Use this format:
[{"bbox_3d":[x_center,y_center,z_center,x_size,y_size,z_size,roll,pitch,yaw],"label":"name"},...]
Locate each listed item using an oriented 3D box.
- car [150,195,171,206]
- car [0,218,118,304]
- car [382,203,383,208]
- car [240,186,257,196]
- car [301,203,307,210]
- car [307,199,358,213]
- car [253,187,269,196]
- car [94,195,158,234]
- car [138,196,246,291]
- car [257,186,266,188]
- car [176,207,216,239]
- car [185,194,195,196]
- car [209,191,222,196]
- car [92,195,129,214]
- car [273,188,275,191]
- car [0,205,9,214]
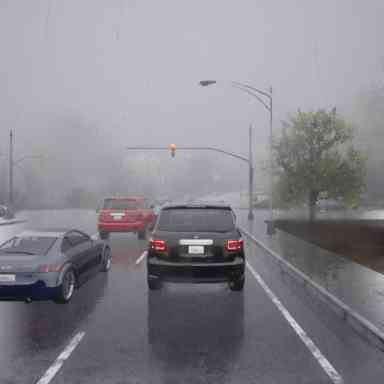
[{"bbox_3d":[-5.330,1.465,57.134,2.097,1.767,4.553,0,1,16],"label":"car"},{"bbox_3d":[-3.408,1.574,8.211,1.994,1.385,4.181,0,0,2],"label":"car"},{"bbox_3d":[25.866,1.350,40.497,4.892,1.490,1.837,-2,0,3],"label":"car"},{"bbox_3d":[13.942,0.093,84.488,2.097,1.767,4.553,0,3,33],"label":"car"},{"bbox_3d":[16.072,1.549,41.056,4.902,1.511,2.128,-1,0,3],"label":"car"},{"bbox_3d":[15.967,1.646,37.556,4.718,1.301,1.895,-1,0,3],"label":"car"},{"bbox_3d":[17.511,0.264,83.616,1.895,1.301,4.718,0,3,33],"label":"car"},{"bbox_3d":[-3.287,1.260,17.613,2.150,2.045,5.566,0,0,1],"label":"car"},{"bbox_3d":[0.100,1.234,9.215,2.150,2.045,5.566,0,0,0],"label":"car"},{"bbox_3d":[19.620,-0.763,93.023,2.150,2.045,5.566,0,3,37],"label":"car"},{"bbox_3d":[0.244,1.605,18.443,1.994,1.385,4.181,0,0,2],"label":"car"},{"bbox_3d":[-0.638,1.272,71.027,2.128,1.511,4.902,0,2,21],"label":"car"},{"bbox_3d":[5.939,0.506,84.629,2.128,1.511,4.902,0,3,28],"label":"car"},{"bbox_3d":[-9.153,1.325,37.871,2.150,2.045,5.566,0,0,8],"label":"car"},{"bbox_3d":[23.217,-0.477,92.003,2.033,1.411,5.357,0,3,37],"label":"car"},{"bbox_3d":[-22.438,1.741,36.034,4.902,1.511,2.128,-1,0,2],"label":"car"}]
